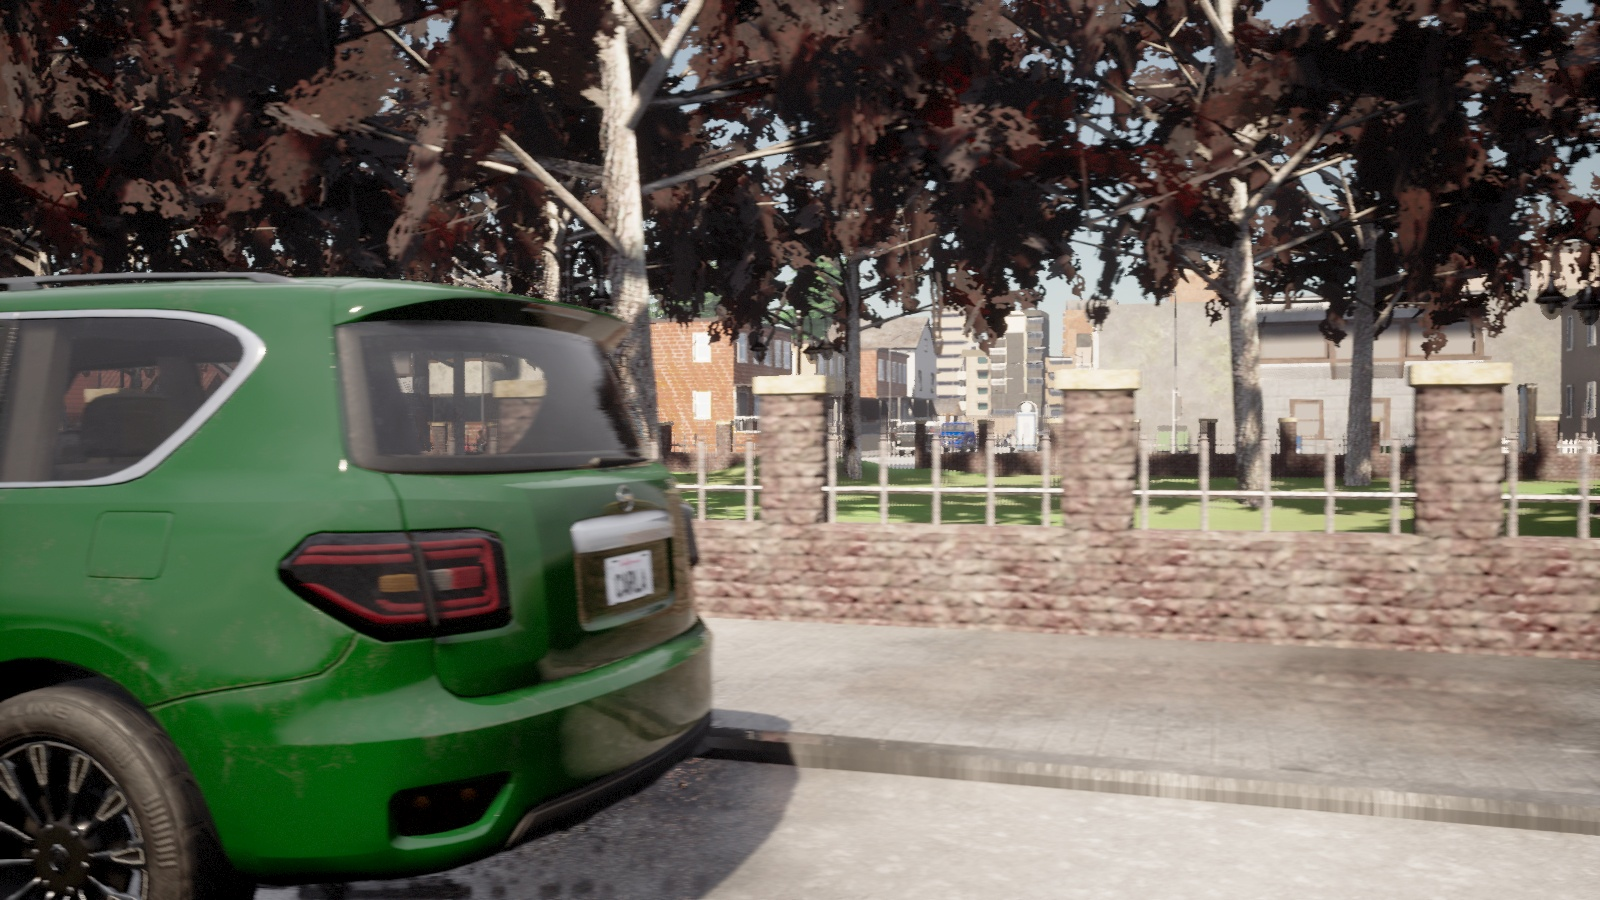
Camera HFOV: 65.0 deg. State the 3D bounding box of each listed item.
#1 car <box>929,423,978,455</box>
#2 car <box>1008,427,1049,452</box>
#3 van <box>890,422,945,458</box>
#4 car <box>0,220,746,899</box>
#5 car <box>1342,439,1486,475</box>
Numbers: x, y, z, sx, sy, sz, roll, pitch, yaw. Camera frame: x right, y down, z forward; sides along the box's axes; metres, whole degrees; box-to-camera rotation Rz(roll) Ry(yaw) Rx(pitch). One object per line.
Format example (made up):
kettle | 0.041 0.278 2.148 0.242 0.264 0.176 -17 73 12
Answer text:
car | 10.221 -0.750 83.290 2.150 2.045 5.566 1 1 19
car | 16.058 -0.744 88.046 2.152 1.651 5.027 1 1 19
van | 6.911 -0.597 73.307 2.069 2.038 4.480 1 1 21
car | -3.196 0.457 4.793 5.566 2.045 2.150 1 1 19
car | 23.309 0.248 47.870 4.718 1.301 1.895 1 1 19
